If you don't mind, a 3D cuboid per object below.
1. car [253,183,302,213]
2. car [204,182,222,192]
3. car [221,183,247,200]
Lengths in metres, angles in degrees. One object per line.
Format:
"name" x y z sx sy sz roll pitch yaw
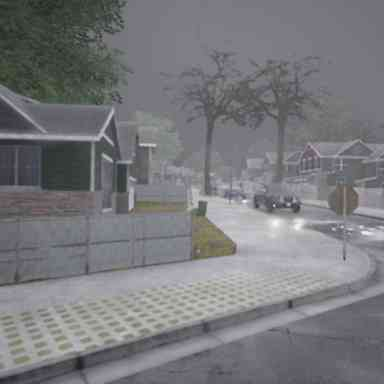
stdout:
"car" 6.203 0.367 24.925 2.150 2.045 5.566 1 3 -5
"car" 3.244 -0.831 57.558 2.033 1.411 5.357 1 2 -5
"car" 4.942 0.033 38.394 1.812 1.442 4.674 1 3 -5
